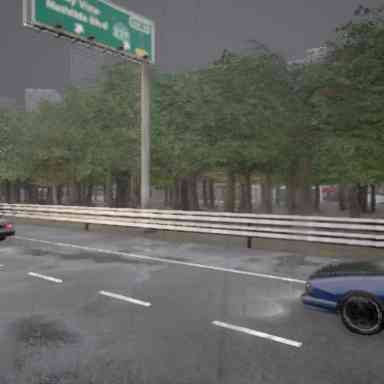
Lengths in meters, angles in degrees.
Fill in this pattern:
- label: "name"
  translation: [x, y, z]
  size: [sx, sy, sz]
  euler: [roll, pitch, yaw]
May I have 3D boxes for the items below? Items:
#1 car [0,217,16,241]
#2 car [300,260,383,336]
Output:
- label: "car"
  translation: [-10.350, 1.551, 15.550]
  size: [5.357, 1.411, 2.033]
  euler: [0, 0, 35]
- label: "car"
  translation: [4.510, 1.548, 4.950]
  size: [5.357, 1.411, 2.033]
  euler: [0, 0, 35]
